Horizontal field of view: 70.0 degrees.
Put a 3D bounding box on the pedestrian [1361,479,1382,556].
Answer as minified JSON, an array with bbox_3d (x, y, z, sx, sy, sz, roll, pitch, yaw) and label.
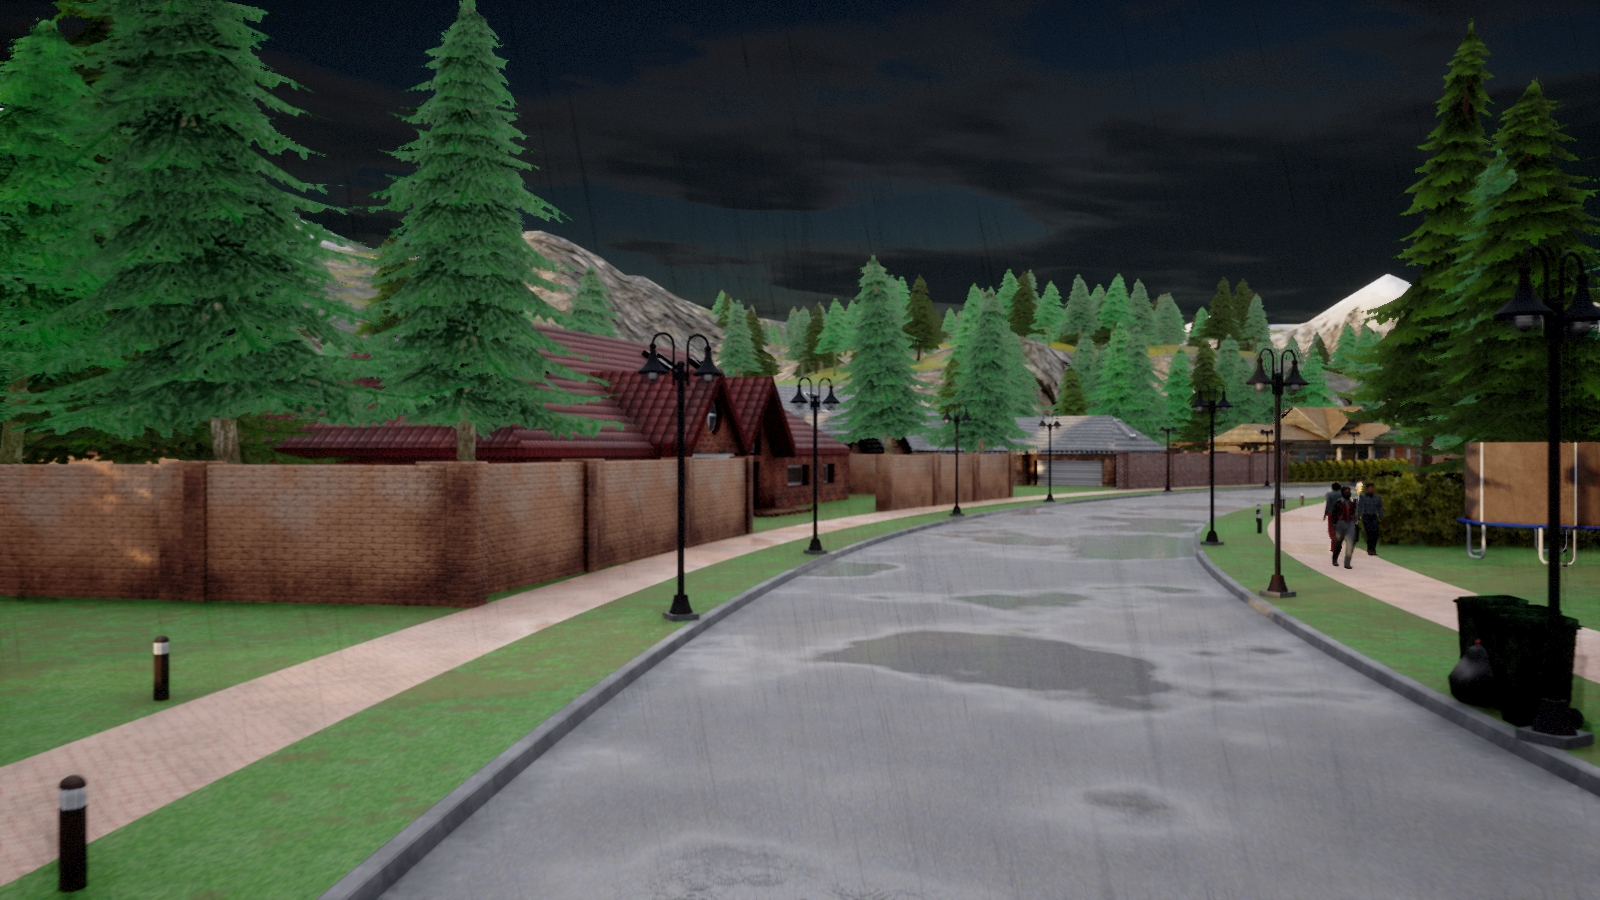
[{"bbox_3d":[14.065,1.648,28.133,0.375,1.860,0.375,0,0,14],"label":"pedestrian"}]

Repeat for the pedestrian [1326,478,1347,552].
[{"bbox_3d":[13.625,1.648,29.022,0.375,1.860,0.375,0,0,8],"label":"pedestrian"}]

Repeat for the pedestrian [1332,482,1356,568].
[{"bbox_3d":[12.021,1.650,25.248,0.375,1.860,0.375,0,0,5],"label":"pedestrian"}]

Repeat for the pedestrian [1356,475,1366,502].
[{"bbox_3d":[27.793,1.915,56.611,0.375,1.300,0.375,0,0,38],"label":"pedestrian"}]
